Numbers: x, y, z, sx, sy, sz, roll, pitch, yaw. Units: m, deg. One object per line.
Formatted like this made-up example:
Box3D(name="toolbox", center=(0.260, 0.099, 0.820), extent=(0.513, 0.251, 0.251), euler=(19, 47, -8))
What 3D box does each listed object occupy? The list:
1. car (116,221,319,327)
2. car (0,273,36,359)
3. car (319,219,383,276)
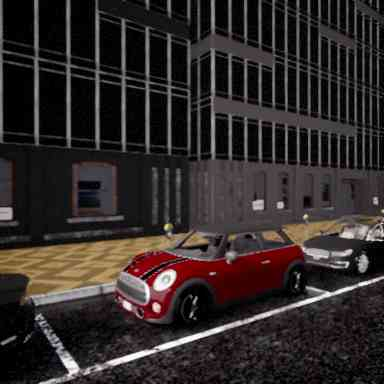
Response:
Box3D(name="car", center=(0.503, 1.431, 6.921), extent=(4.097, 1.590, 1.967), euler=(0, 0, -36))
Box3D(name="car", center=(-4.130, 1.553, 3.614), extent=(4.403, 1.369, 2.008), euler=(0, 0, -36))
Box3D(name="car", center=(5.136, 1.529, 10.229), extent=(4.403, 1.369, 2.008), euler=(0, 0, -36))
